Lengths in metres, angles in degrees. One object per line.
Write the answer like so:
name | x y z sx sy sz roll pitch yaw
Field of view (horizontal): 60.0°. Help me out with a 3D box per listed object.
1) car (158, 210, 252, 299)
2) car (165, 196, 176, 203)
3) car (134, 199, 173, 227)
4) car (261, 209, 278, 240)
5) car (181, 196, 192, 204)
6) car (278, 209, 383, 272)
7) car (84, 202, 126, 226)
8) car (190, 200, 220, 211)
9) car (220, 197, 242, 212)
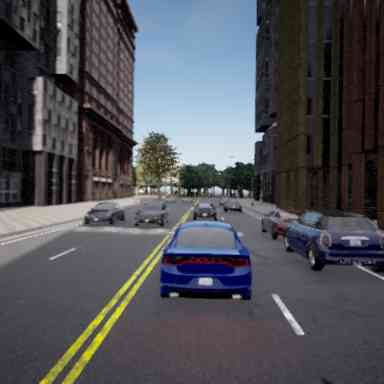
car | 0.343 1.474 8.512 1.882 1.535 5.008 1 0 2
car | -4.155 1.463 64.010 1.895 1.301 4.718 1 0 3
car | -2.586 1.441 22.221 1.837 1.490 4.892 1 0 2
car | 4.806 1.582 17.304 1.812 1.442 4.674 1 0 2
car | -0.927 1.515 63.484 1.895 1.301 4.718 1 0 3
car | 4.577 1.410 11.279 2.097 1.767 4.553 1 0 2
car | -5.817 1.411 22.783 1.812 1.442 4.674 1 0 2
car | 1.058 1.513 26.896 1.812 1.442 4.674 1 0 2
car | 4.675 1.593 38.673 1.994 1.385 4.181 1 0 3
